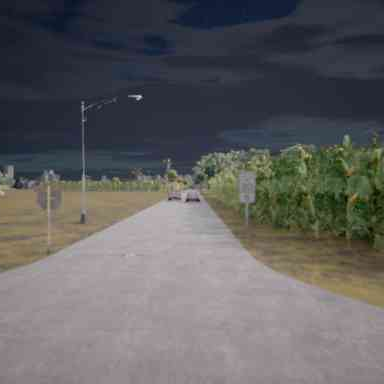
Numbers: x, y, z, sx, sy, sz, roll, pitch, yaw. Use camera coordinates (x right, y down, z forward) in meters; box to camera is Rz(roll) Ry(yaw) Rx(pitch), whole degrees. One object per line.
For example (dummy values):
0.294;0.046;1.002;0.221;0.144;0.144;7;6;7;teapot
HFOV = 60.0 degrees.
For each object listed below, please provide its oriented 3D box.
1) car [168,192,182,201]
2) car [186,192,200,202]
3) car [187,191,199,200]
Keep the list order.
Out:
-2.609;0.660;51.044;1.994;1.385;4.181;0;1;0;car
0.129;0.726;46.865;1.994;1.385;4.181;0;1;0;car
0.159;0.580;56.900;1.895;1.301;4.718;0;1;0;car
